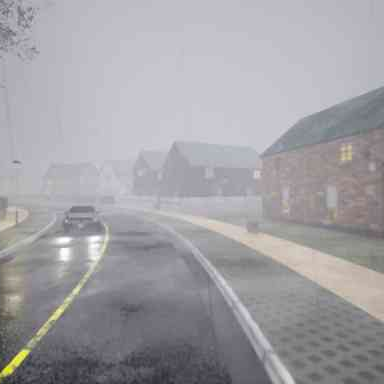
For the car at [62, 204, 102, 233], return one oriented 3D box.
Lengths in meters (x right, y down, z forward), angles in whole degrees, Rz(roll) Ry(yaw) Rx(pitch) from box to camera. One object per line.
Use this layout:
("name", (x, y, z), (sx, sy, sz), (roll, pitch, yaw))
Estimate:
("car", (-6.325, 1.452, 19.276), (1.812, 1.442, 4.674), (0, 0, -16))
